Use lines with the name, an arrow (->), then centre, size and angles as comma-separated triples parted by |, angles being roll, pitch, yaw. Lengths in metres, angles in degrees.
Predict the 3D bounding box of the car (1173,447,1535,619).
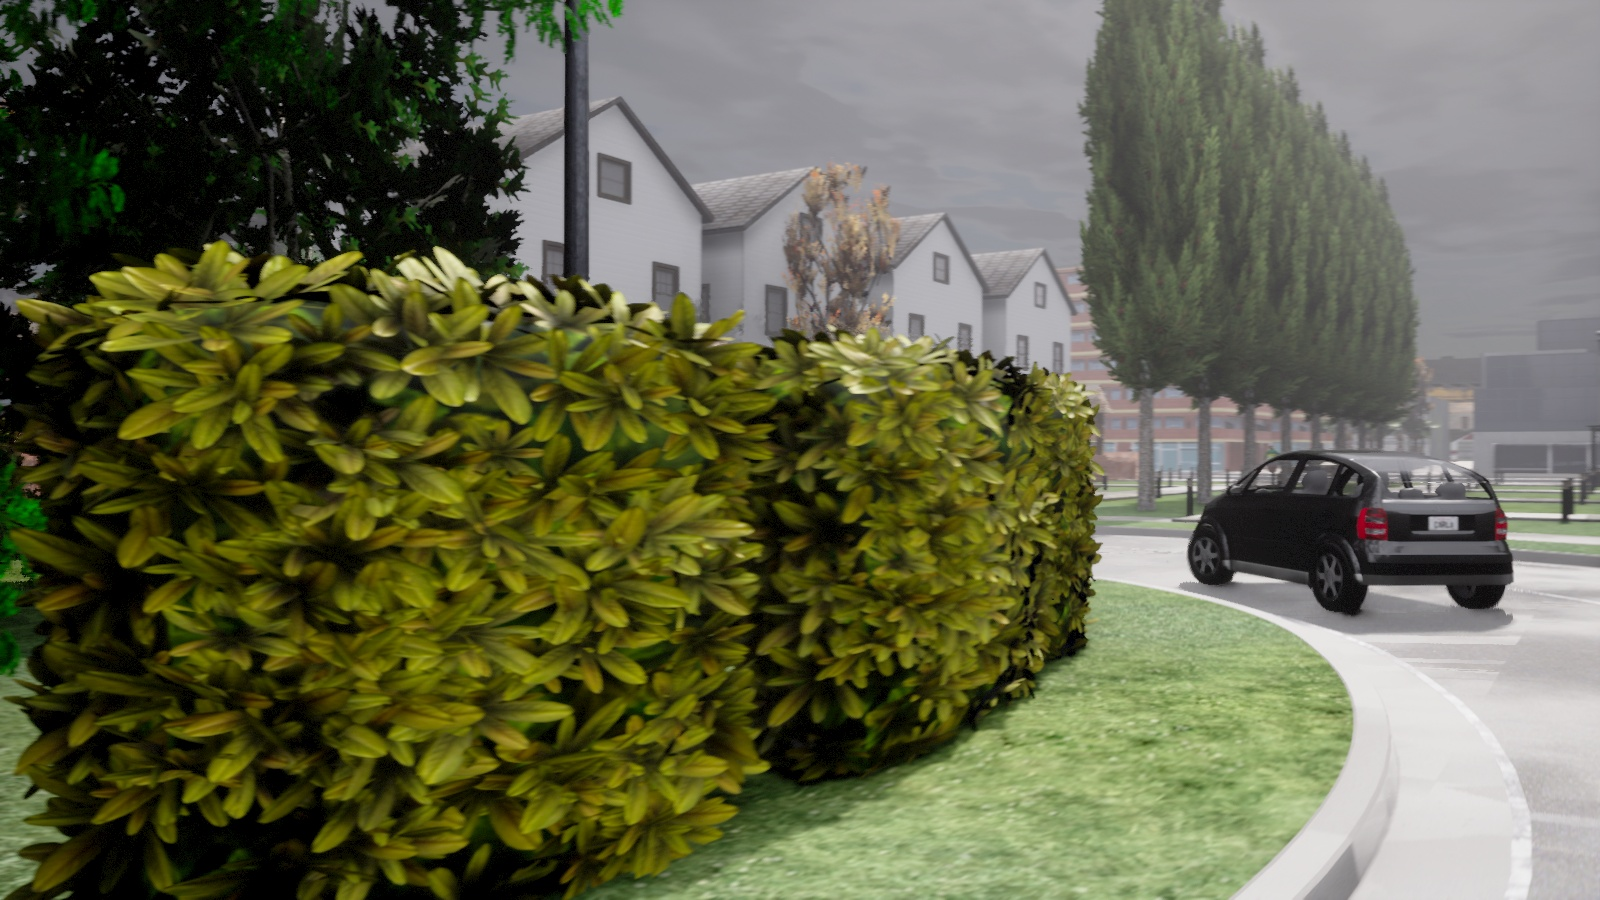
car -> 5.624, 0.763, 13.298 | 1.789, 1.549, 3.705 | 0, 0, -9

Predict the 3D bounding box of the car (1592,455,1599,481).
car -> 44.395, 0.943, 66.456 | 4.181, 1.385, 1.994 | 0, 0, 33
